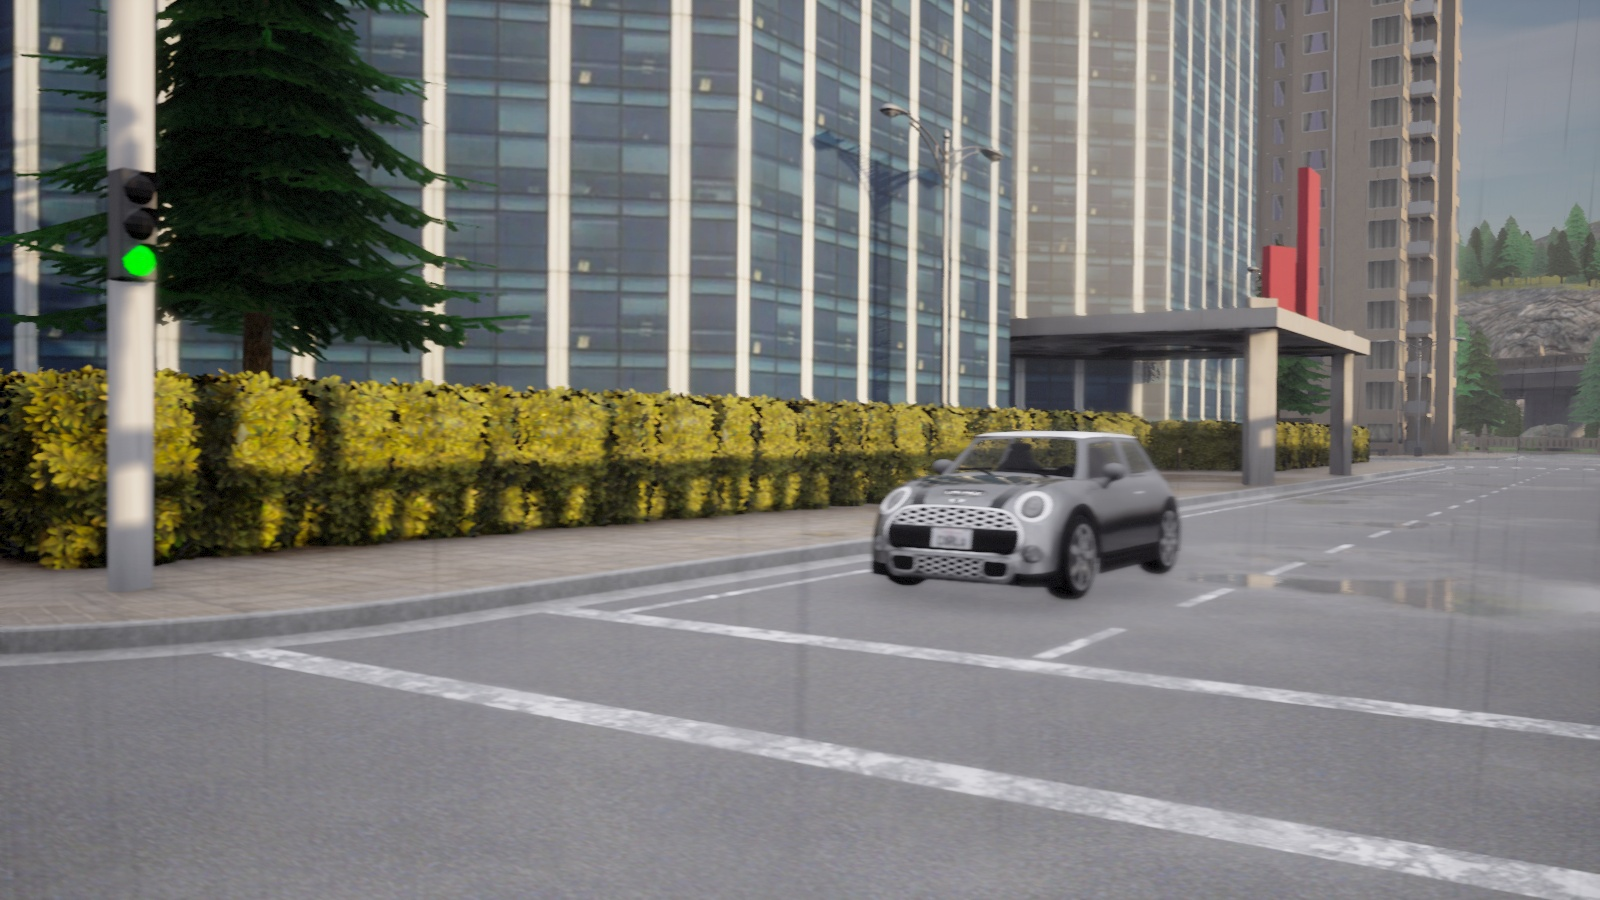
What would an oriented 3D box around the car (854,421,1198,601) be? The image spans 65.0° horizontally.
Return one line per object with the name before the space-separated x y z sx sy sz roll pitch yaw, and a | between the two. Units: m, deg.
car | 2.377 0.464 12.389 1.970 1.475 3.806 0 1 34
